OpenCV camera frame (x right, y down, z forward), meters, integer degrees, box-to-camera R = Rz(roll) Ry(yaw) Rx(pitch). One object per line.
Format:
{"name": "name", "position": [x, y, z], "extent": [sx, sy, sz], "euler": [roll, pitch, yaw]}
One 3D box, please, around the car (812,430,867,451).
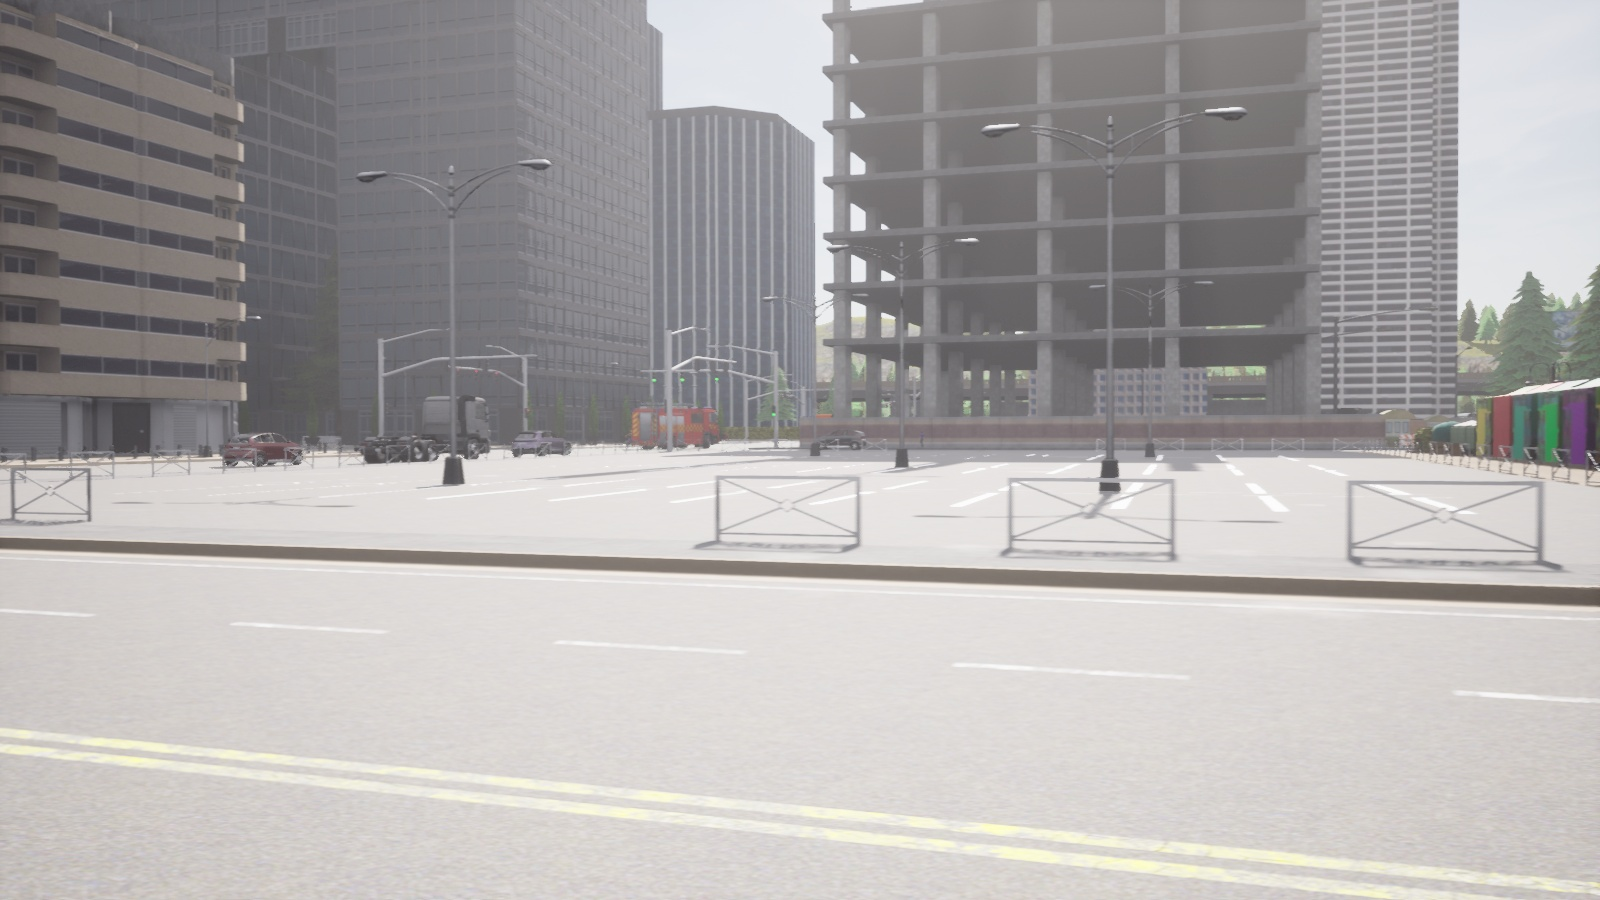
{"name": "car", "position": [2.955, -0.726, 92.829], "extent": [3.705, 1.549, 1.789], "euler": [1, 1, 17]}

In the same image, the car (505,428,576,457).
{"name": "car", "position": [-15.365, -0.495, 74.625], "extent": [2.033, 1.649, 4.856], "euler": [0, 1, 17]}

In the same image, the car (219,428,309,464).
{"name": "car", "position": [-24.344, -0.202, 57.145], "extent": [1.789, 1.549, 3.705], "euler": [0, 1, 17]}

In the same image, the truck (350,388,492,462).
{"name": "truck", "position": [-18.860, -1.237, 63.114], "extent": [2.891, 3.462, 7.936], "euler": [0, 1, 17]}
